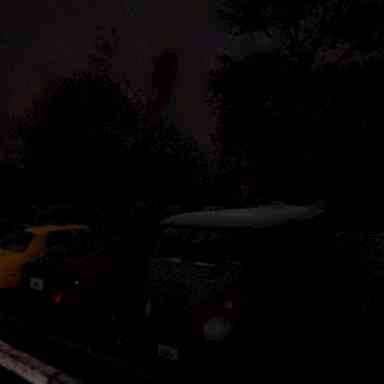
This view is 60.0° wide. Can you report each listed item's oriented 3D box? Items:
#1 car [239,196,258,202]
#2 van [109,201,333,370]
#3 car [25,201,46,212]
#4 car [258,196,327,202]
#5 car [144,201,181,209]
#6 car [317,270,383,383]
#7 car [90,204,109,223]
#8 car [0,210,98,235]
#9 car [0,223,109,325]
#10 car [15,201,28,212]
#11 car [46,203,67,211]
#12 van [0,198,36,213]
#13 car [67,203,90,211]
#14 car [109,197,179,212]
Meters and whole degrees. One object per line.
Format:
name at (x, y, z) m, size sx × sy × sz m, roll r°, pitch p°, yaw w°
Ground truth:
car at (3.866, 1.297, 19.755) m, size 2.435 × 2.045 × 5.566 m, roll -1°, pitch 0°, yaw 35°
van at (0.996, 1.268, 5.643) m, size 1.878 × 1.987 × 4.442 m, roll -1°, pitch 0°, yaw 35°
car at (-12.115, 1.790, 30.913) m, size 1.946 × 1.575 × 5.366 m, roll -1°, pitch -1°, yaw 35°
car at (6.037, 1.270, 18.214) m, size 2.435 × 2.045 × 5.566 m, roll -1°, pitch 0°, yaw 35°
car at (-0.657, 1.612, 22.997) m, size 2.097 × 1.535 × 5.008 m, roll -1°, pitch 0°, yaw 35°
car at (3.334, 1.495, 4.090) m, size 2.163 × 1.488 × 4.792 m, roll -1°, pitch 0°, yaw 35°
car at (-5.178, 1.710, 26.249) m, size 2.163 × 1.488 × 4.792 m, roll -1°, pitch -1°, yaw 35°
car at (-5.791, 1.581, 10.600) m, size 2.097 × 1.535 × 5.008 m, roll -1°, pitch 0°, yaw 35°
car at (-1.203, 1.552, 7.384) m, size 2.163 × 1.488 × 4.792 m, roll -1°, pitch 0°, yaw 35°
car at (-14.278, 1.870, 32.675) m, size 2.002 × 1.452 × 4.674 m, roll -1°, pitch -1°, yaw 35°
car at (-9.739, 1.755, 29.446) m, size 2.097 × 1.535 × 5.008 m, roll -1°, pitch -1°, yaw 35°
van at (-18.753, 1.679, 36.003) m, size 1.878 × 1.987 × 4.442 m, roll -1°, pitch -1°, yaw 35°
car at (-7.482, 1.748, 27.814) m, size 2.163 × 1.488 × 4.792 m, roll -1°, pitch -1°, yaw 35°
car at (-2.945, 1.394, 24.593) m, size 2.435 × 2.045 × 5.566 m, roll -1°, pitch -1°, yaw 35°
